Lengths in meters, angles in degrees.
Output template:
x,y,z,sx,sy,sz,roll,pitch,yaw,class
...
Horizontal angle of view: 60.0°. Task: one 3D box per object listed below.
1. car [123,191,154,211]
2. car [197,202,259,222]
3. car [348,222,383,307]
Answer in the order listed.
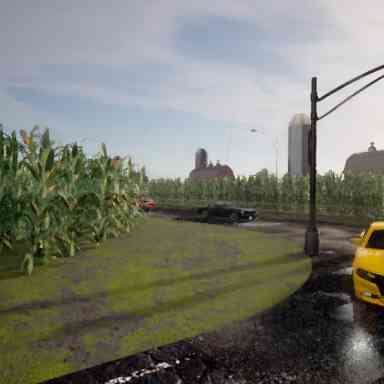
x,y,z,sx,sy,sz,roll,pitch,yaw,class
-6.132,0.930,35.163,2.150,2.045,5.566,2,-1,-38,car
2.529,1.420,24.075,1.895,1.301,4.718,2,0,-40,car
4.896,1.476,7.748,1.882,1.535,5.008,1,1,29,car
